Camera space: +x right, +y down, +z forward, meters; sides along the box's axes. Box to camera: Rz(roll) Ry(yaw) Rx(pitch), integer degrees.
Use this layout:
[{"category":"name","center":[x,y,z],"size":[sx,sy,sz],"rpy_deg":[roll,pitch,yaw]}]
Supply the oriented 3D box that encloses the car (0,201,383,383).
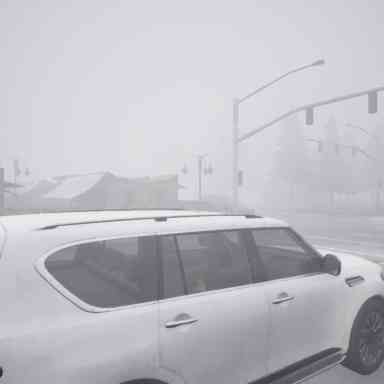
[{"category":"car","center":[0.183,1.221,3.944],"size":[5.566,2.045,2.150],"rpy_deg":[0,0,-35]}]

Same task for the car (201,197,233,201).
[{"category":"car","center":[3.202,1.478,28.438],"size":[1.882,1.535,5.008],"rpy_deg":[0,0,-35]}]

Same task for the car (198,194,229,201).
[{"category":"car","center":[2.837,1.221,34.840],"size":[2.150,2.045,5.566],"rpy_deg":[0,0,-37]}]
